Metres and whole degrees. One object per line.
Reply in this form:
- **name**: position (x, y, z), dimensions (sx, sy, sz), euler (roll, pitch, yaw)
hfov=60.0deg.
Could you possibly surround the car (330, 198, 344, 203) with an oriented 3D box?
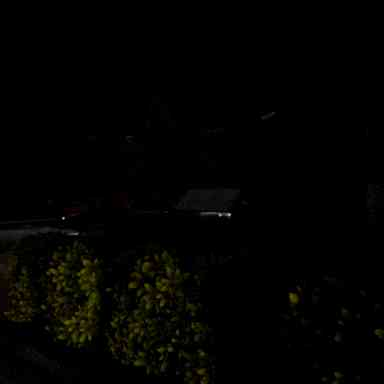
- **car**: position (24.021, 1.724, 53.812), dimensions (4.181, 1.385, 1.994), euler (0, 0, -39)

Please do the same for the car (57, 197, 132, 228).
- **car**: position (-6.915, 1.384, 24.294), dimensions (2.150, 2.045, 5.566), euler (0, 0, 36)

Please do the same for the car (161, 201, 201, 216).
- **car**: position (-0.970, 1.667, 32.502), dimensions (1.837, 1.490, 4.892), euler (0, 0, 36)

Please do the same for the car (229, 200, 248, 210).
- **car**: position (5.249, 1.688, 40.537), dimensions (1.812, 1.442, 4.674), euler (0, 0, 40)
